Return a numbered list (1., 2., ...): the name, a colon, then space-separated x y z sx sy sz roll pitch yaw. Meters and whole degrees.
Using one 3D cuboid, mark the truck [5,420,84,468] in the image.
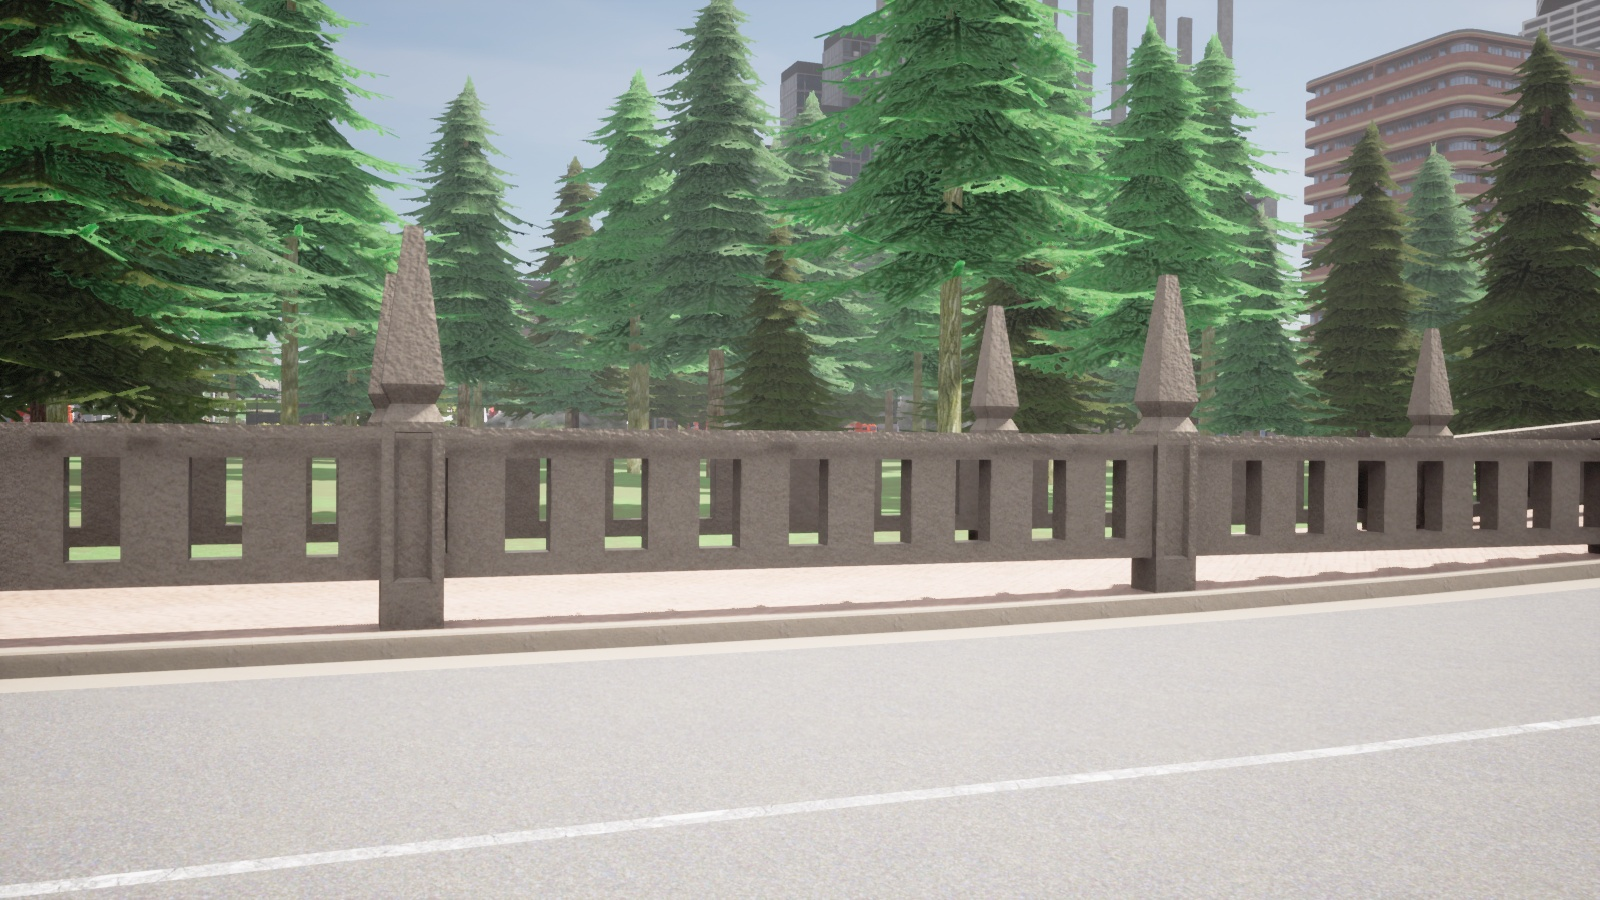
1. truck: -41.013 -0.361 68.345 2.627 2.467 5.204 -1 1 -19
